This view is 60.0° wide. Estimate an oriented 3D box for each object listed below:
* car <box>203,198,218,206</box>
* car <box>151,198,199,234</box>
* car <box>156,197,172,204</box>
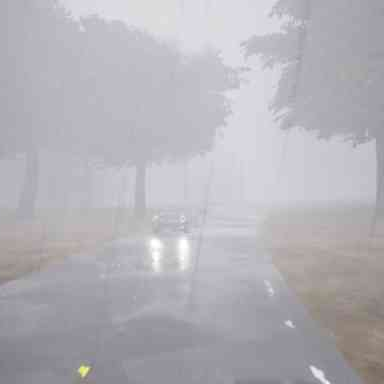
[{"bbox_3d":[3.514,1.904,62.720,1.882,1.535,5.008,1,-1,-12],"label":"car"},{"bbox_3d":[-0.901,1.474,20.282,2.097,1.767,4.553,0,0,11],"label":"car"},{"bbox_3d":[-7.657,2.355,91.450,2.097,1.767,4.553,2,-2,-39],"label":"car"}]
